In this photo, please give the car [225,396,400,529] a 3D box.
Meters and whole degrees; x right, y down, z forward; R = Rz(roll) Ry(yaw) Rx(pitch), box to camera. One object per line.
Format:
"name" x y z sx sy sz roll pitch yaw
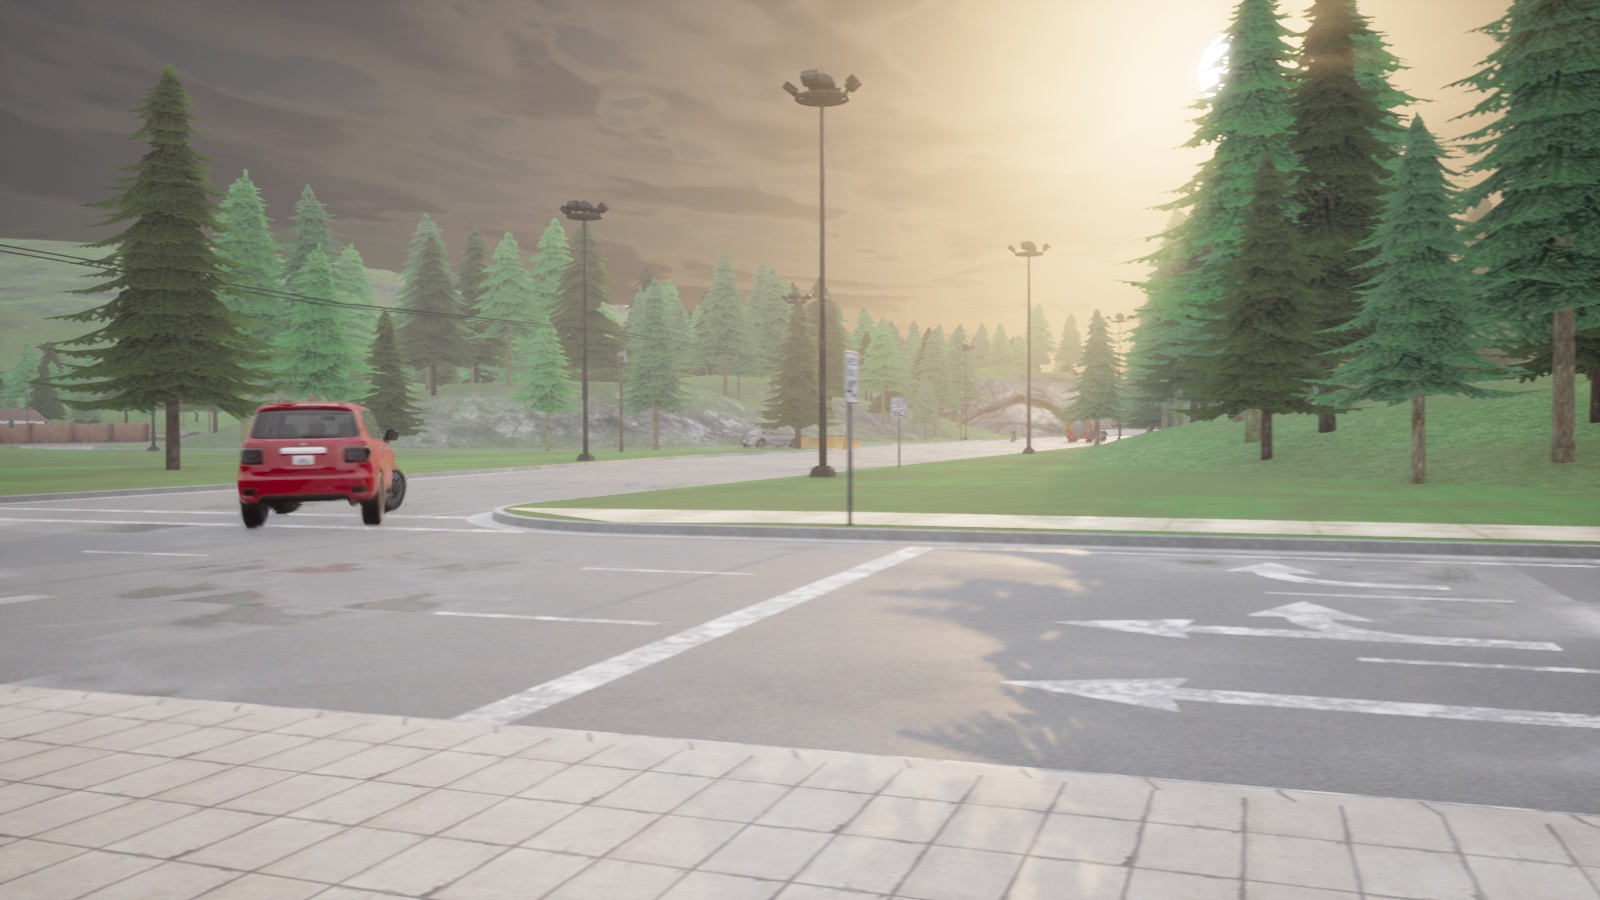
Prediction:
"car" -8.459 0.138 22.316 2.150 2.045 5.566 -1 1 -14
